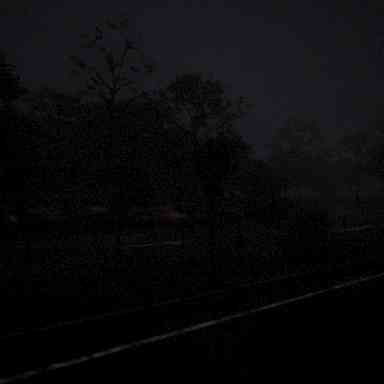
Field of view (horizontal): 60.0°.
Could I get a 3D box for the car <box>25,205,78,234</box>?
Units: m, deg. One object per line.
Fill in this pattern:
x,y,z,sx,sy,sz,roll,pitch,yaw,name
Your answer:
-8.928,1.593,20.360,2.097,1.535,5.008,1,-1,-36,car

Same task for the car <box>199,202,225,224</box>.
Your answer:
0.089,1.806,26.833,2.163,1.488,4.792,1,-1,-36,car

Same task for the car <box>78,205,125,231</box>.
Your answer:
-6.663,1.640,21.964,2.231,1.521,4.892,1,-1,-36,car

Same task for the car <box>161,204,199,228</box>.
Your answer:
-2.045,1.727,25.044,1.946,1.575,5.366,1,-1,-36,car

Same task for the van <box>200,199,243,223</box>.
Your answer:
2.433,1.597,28.329,1.878,1.987,4.442,1,-1,-36,van

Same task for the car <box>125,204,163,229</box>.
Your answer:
-4.427,1.714,23.605,2.163,1.488,4.792,1,-1,-36,car

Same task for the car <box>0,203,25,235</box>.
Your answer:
-11.199,1.422,18.768,2.185,1.767,4.553,1,-1,-36,car
